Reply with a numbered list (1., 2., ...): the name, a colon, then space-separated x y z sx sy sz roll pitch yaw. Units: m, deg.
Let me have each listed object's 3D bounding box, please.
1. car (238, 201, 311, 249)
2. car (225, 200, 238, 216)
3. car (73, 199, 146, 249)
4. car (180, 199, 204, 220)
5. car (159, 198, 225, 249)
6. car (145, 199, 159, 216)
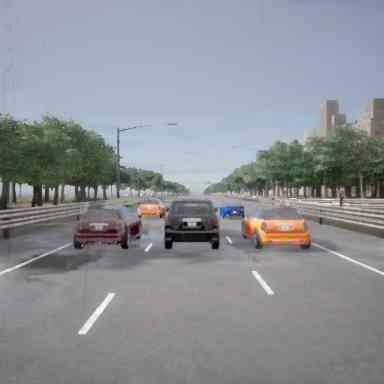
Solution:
1. car: 3.500 1.366 14.620 2.097 1.767 4.553 0 0 0
2. car: 3.500 1.481 29.649 1.882 1.535 5.008 0 0 0
3. car: -3.500 1.366 14.620 2.097 1.767 4.553 0 0 0
4. car: 0.000 1.481 29.649 1.882 1.535 5.008 0 0 0
5. car: 0.000 1.258 14.680 2.150 2.045 5.566 0 0 0
6. car: -3.500 1.362 29.620 2.097 1.767 4.553 0 0 0
